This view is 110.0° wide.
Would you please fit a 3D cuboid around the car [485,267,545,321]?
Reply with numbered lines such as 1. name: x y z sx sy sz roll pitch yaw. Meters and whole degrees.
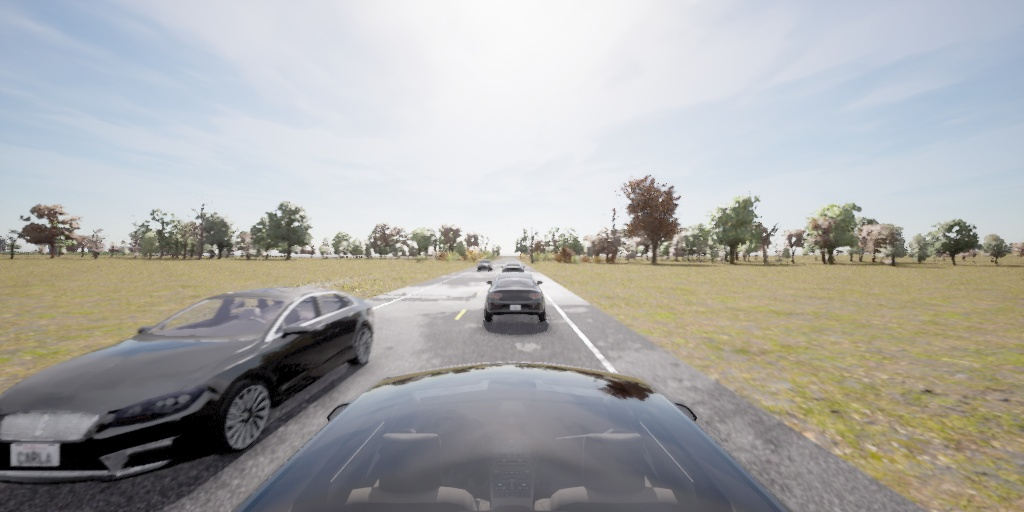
1. car: 0.099 1.277 12.346 1.812 1.442 4.674 0 0 0

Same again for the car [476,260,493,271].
1. car: -3.584 1.262 47.836 1.837 1.490 4.892 0 -1 0

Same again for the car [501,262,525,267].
1. car: 0.097 1.258 30.321 1.837 1.490 4.892 0 0 0

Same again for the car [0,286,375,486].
1. car: -3.602 1.242 5.159 2.128 1.511 4.902 0 0 0
